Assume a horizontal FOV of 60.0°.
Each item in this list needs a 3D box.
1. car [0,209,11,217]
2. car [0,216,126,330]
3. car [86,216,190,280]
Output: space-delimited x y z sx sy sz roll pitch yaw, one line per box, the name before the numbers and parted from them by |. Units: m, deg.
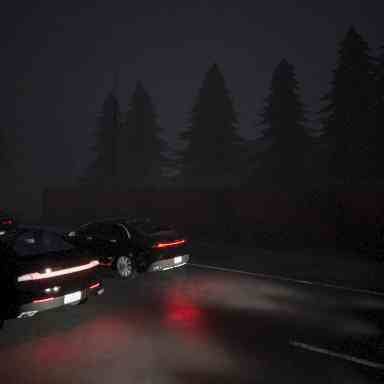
car | -9.971 1.505 15.473 4.892 1.490 1.837 0 0 36
car | -3.899 1.492 6.799 4.902 1.511 2.128 0 0 36
car | -2.331 1.505 9.984 4.892 1.490 1.837 0 0 36
